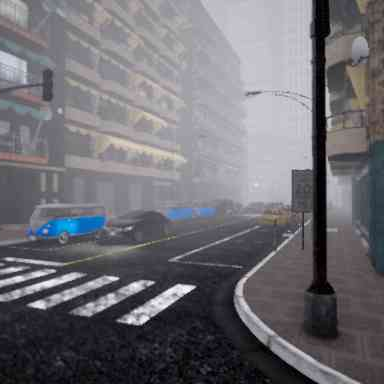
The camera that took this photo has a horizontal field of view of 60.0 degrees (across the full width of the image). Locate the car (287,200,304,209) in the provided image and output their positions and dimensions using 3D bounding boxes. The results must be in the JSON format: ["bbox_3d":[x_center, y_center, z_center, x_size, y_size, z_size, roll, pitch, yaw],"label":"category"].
[{"bbox_3d":[17.603,2.089,56.217,2.128,1.511,4.902,0,-1,24],"label":"car"}]

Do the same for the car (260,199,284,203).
[{"bbox_3d":[9.362,1.841,37.386,1.882,1.535,5.008,0,-1,24],"label":"car"}]

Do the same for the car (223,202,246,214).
[{"bbox_3d":[5.412,2.007,41.853,1.802,1.307,4.206,0,-1,24],"label":"car"}]

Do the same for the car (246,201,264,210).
[{"bbox_3d":[9.938,2.135,52.185,1.802,1.307,4.206,0,-1,24],"label":"car"}]

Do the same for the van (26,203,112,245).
[{"bbox_3d":[-5.902,1.453,16.023,1.690,1.788,3.998,0,-1,24],"label":"van"}]

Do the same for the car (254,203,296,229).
[{"bbox_3d":[5.910,1.715,23.350,1.752,1.417,4.829,0,-1,24],"label":"car"}]

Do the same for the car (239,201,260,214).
[{"bbox_3d":[7.889,1.963,41.290,2.033,1.411,5.357,0,-1,24],"label":"car"}]

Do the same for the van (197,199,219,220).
[{"bbox_3d":[0.887,1.639,31.522,1.690,1.788,3.998,0,-1,24],"label":"van"}]

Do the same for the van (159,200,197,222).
[{"bbox_3d":[-1.376,1.577,26.356,1.690,1.788,3.998,0,-1,24],"label":"van"}]

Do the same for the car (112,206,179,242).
[{"bbox_3d":[-2.678,1.649,17.254,1.812,1.442,4.674,0,-1,24],"label":"car"}]

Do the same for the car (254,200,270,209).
[{"bbox_3d":[12.133,2.141,57.196,1.752,1.417,4.829,0,-1,24],"label":"car"}]

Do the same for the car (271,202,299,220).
[{"bbox_3d":[8.105,1.795,28.360,1.887,1.381,4.507,0,-1,24],"label":"car"}]

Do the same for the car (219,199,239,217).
[{"bbox_3d":[3.150,1.676,36.689,2.192,1.841,5.009,0,-1,24],"label":"car"}]

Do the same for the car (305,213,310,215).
[{"bbox_3d":[12.632,1.692,38.694,2.192,1.841,5.009,0,-1,24],"label":"car"}]
